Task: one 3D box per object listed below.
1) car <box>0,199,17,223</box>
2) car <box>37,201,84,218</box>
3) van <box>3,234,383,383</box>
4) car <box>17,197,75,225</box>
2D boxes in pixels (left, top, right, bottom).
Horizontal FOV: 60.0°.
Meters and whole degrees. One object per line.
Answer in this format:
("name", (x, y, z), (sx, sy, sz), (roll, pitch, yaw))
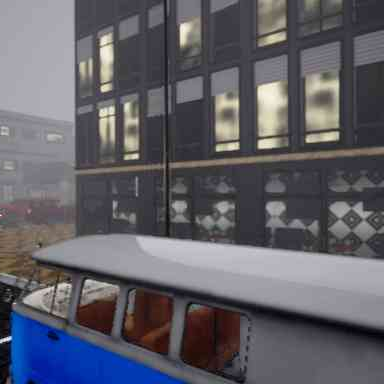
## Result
("car", (-14.235, 1.448, 28.735), (2.150, 2.045, 5.566), (-1, -1, 35))
("car", (-13.492, 1.709, 34.261), (1.967, 1.590, 4.097), (-1, -1, 35))
("van", (0.049, 1.350, 2.803), (3.998, 1.788, 1.690), (0, 0, 35))
("car", (-9.850, 1.479, 24.912), (2.192, 1.841, 5.009), (-1, -1, 35))
